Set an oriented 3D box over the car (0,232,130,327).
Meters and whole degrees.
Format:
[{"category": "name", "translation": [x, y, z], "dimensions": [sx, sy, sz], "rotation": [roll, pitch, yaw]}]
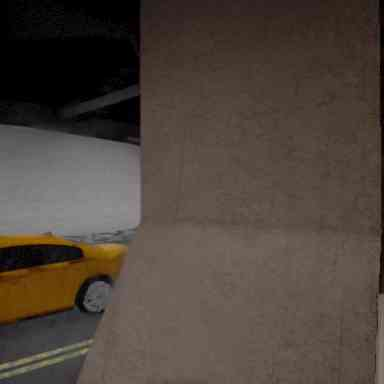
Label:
[{"category": "car", "translation": [-3.445, 1.545, 5.998], "dimensions": [5.008, 1.535, 1.882], "rotation": [0, 0, -39]}]
